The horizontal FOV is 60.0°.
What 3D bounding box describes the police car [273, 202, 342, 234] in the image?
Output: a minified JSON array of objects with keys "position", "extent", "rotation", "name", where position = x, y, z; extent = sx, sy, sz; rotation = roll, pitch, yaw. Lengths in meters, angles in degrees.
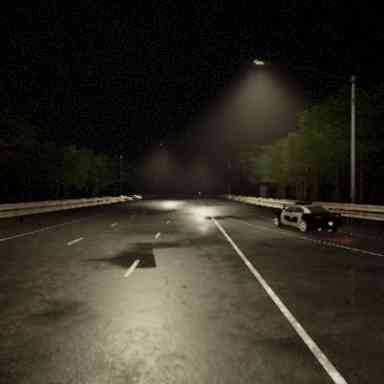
[{"position":[6.512,1.408,19.536],"extent":[1.930,1.638,5.238],"rotation":[0,0,-13],"name":"police car"}]
